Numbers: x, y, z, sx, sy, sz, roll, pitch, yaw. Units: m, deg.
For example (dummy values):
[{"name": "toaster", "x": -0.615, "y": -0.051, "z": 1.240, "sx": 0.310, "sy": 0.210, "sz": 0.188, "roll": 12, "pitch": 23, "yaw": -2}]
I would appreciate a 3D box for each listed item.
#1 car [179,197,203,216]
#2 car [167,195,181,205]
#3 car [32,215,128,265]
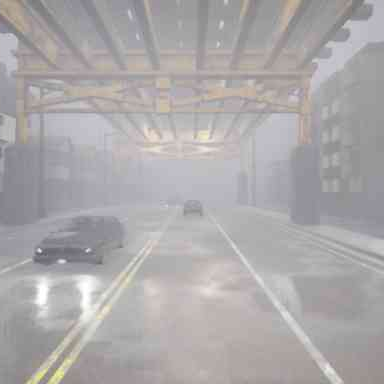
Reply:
[{"name": "car", "x": 0.099, "y": 1.458, "z": 31.940, "sx": 2.033, "sy": 1.411, "sz": 5.357, "roll": 0, "pitch": 0, "yaw": 0}, {"name": "car", "x": -2.746, "y": 1.310, "z": 54.029, "sx": 1.882, "sy": 1.535, "sz": 5.008, "roll": 0, "pitch": 0, "yaw": 10}, {"name": "car", "x": -3.602, "y": 1.531, "z": 11.862, "sx": 2.033, "sy": 1.411, "sz": 5.357, "roll": 0, "pitch": 0, "yaw": 0}]
